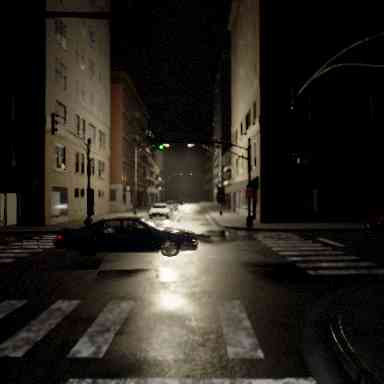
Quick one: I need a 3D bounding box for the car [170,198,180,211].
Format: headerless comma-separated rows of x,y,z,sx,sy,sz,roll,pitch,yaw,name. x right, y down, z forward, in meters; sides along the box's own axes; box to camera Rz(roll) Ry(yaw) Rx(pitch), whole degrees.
-3.067,2.031,48.460,1.812,1.442,4.674,0,0,0,car

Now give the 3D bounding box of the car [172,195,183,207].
-2.981,1.685,65.183,2.150,2.045,5.566,0,-1,0,car

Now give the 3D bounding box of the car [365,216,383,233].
12.143,1.651,18.705,4.507,1.381,1.887,-1,0,0,car

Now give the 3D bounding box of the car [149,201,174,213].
-3.085,1.879,32.441,1.812,1.442,4.674,0,0,0,car

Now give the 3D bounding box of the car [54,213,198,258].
-2.446,1.686,12.959,5.357,1.411,2.033,0,-1,0,car
